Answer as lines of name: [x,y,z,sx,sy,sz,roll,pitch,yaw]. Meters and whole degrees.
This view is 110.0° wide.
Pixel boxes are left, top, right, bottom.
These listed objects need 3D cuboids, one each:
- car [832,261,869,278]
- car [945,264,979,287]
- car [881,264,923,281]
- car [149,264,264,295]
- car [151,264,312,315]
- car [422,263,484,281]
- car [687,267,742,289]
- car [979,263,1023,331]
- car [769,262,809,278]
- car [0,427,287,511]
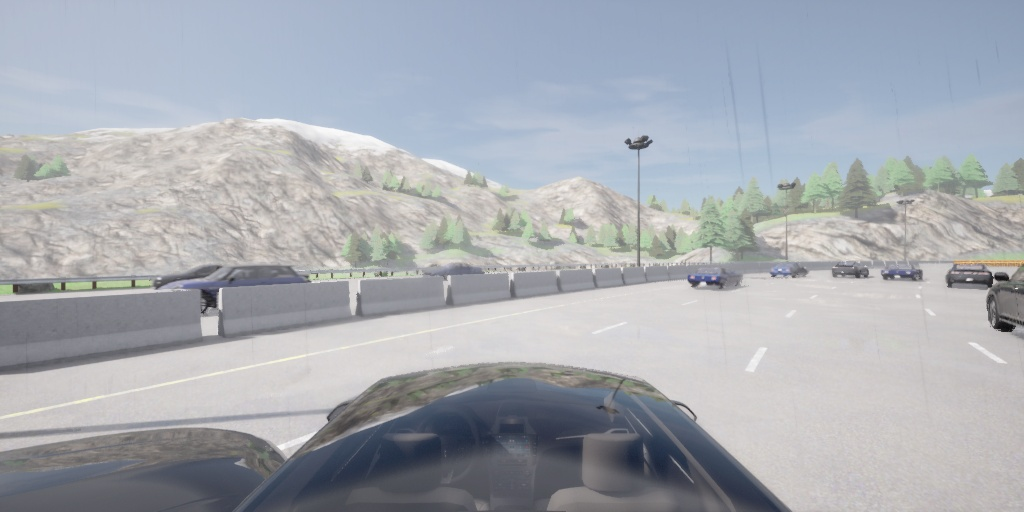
car: [31.387,1.241,33.249,4.902,1.511,2.128,0,0,-35]
car: [30.032,1.243,23.535,4.902,1.511,2.128,0,0,-38]
car: [32.321,1.351,29.641,4.718,1.301,1.895,0,0,-35]
car: [-17.691,1.255,21.012,1.837,1.490,4.892,0,0,39]
car: [-10.289,1.102,13.474,2.097,1.767,4.553,0,0,39]
car: [-4.844,1.297,30.163,2.033,1.411,5.357,0,0,44]
car: [13.072,1.351,22.927,4.718,1.301,1.895,0,0,-43]
car: [12.584,0.969,7.698,2.150,2.045,5.566,0,0,43]
car: [26.133,1.296,33.778,5.357,1.411,2.033,0,0,-37]
car: [-2.981,1.255,0.452,4.892,1.490,1.837,0,0,-45]
